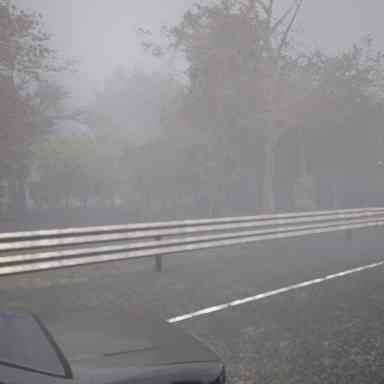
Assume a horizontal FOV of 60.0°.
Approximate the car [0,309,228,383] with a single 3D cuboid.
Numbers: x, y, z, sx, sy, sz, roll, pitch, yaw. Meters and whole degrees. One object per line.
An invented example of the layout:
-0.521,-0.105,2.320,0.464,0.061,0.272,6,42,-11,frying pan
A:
-2.228,1.553,2.162,5.357,1.411,2.033,0,0,-35,car
